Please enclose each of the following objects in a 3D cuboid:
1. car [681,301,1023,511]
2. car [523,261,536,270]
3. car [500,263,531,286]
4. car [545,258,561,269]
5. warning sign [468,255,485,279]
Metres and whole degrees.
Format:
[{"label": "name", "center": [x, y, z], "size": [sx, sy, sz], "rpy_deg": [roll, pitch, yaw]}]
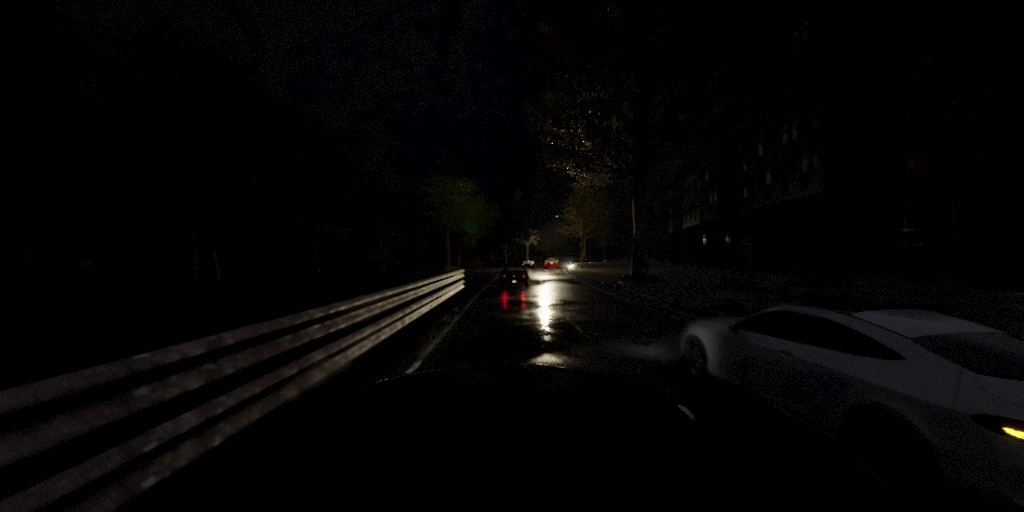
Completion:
[{"label": "car", "center": [3.928, 1.271, 4.325], "size": [1.812, 1.442, 4.674], "rpy_deg": [0, 0, -3]}, {"label": "car", "center": [2.558, 1.364, 54.615], "size": [1.895, 1.301, 4.718], "rpy_deg": [0, 0, 9]}, {"label": "car", "center": [0.213, 1.353, 25.520], "size": [1.895, 1.301, 4.718], "rpy_deg": [0, 0, 2]}, {"label": "car", "center": [6.144, 1.110, 54.970], "size": [2.097, 1.767, 4.553], "rpy_deg": [0, 0, 9]}, {"label": "warning sign", "center": [-2.841, 0.873, 28.755], "size": [1.300, 1.860, 1.060], "rpy_deg": [0, 0, 2]}]
